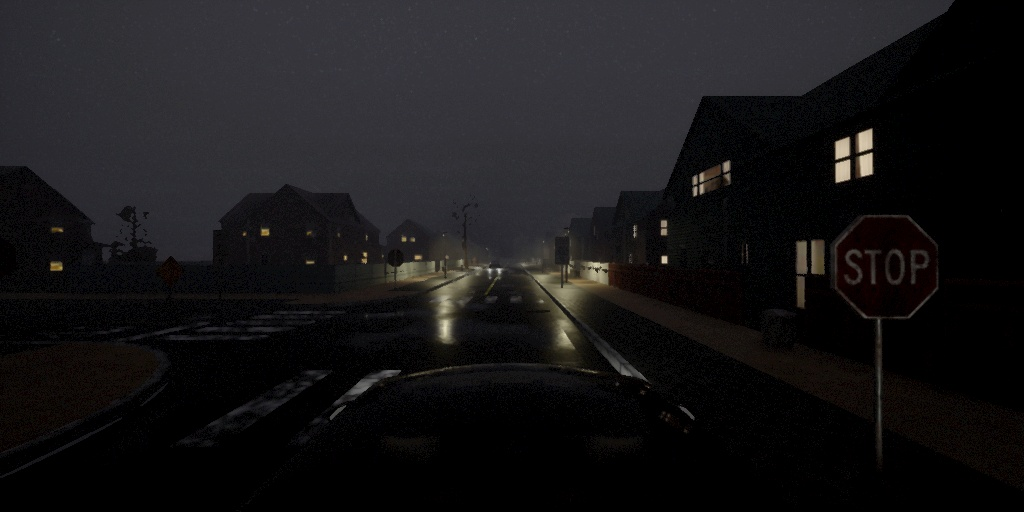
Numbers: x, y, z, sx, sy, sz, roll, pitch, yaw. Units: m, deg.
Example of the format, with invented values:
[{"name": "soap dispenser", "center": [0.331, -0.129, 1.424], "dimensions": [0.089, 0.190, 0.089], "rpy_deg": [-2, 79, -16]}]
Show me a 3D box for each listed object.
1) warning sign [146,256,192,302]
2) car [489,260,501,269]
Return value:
[{"name": "warning sign", "center": [-14.000, 0.909, 14.649], "dimensions": [1.060, 1.860, 1.300], "rpy_deg": [0, 0, 0]}, {"name": "car", "center": [-2.750, 1.342, 58.744], "dimensions": [1.812, 1.442, 4.674], "rpy_deg": [0, 0, 0]}]
